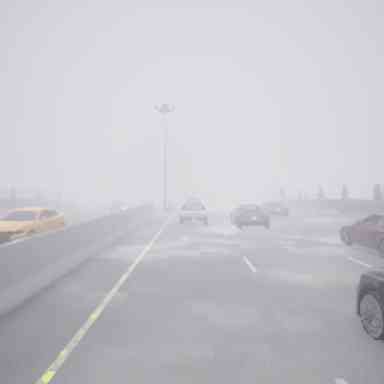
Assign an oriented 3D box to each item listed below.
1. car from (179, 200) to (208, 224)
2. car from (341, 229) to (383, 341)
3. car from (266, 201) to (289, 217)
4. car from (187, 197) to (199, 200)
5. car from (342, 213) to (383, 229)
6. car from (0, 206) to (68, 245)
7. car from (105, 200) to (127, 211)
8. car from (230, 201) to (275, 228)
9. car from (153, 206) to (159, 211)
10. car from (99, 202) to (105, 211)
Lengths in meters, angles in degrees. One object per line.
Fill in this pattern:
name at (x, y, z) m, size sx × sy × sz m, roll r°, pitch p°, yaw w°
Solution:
car at (0.108, 1.494, 23.887) m, size 1.895 × 1.301 × 4.718 m, roll 0°, pitch 0°, yaw 0°
car at (3.609, 1.476, 3.545) m, size 2.128 × 1.511 × 4.902 m, roll 0°, pitch 0°, yaw 0°
car at (7.111, 1.434, 29.427) m, size 1.994 × 1.385 × 4.181 m, roll 0°, pitch 0°, yaw 0°
car at (0.116, 1.449, 41.507) m, size 2.097 × 1.767 × 4.553 m, roll 0°, pitch -3°, yaw 0°
car at (7.106, 1.473, 11.952) m, size 1.812 × 1.442 × 4.674 m, roll 0°, pitch 0°, yaw 0°
car at (-7.091, 1.412, 14.461) m, size 1.882 × 1.535 × 5.008 m, roll 0°, pitch 0°, yaw 0°
car at (-10.507, 1.940, 47.427) m, size 1.837 × 1.490 × 4.892 m, roll 0°, pitch -5°, yaw 1°
car at (3.609, 1.470, 21.213) m, size 1.994 × 1.385 × 4.181 m, roll 0°, pitch 0°, yaw 0°
car at (-6.976, 3.188, 59.259) m, size 1.895 × 1.301 × 4.718 m, roll 0°, pitch -7°, yaw 0°
car at (-13.976, 2.467, 55.414) m, size 2.097 × 1.767 × 4.553 m, roll 0°, pitch -6°, yaw 0°
